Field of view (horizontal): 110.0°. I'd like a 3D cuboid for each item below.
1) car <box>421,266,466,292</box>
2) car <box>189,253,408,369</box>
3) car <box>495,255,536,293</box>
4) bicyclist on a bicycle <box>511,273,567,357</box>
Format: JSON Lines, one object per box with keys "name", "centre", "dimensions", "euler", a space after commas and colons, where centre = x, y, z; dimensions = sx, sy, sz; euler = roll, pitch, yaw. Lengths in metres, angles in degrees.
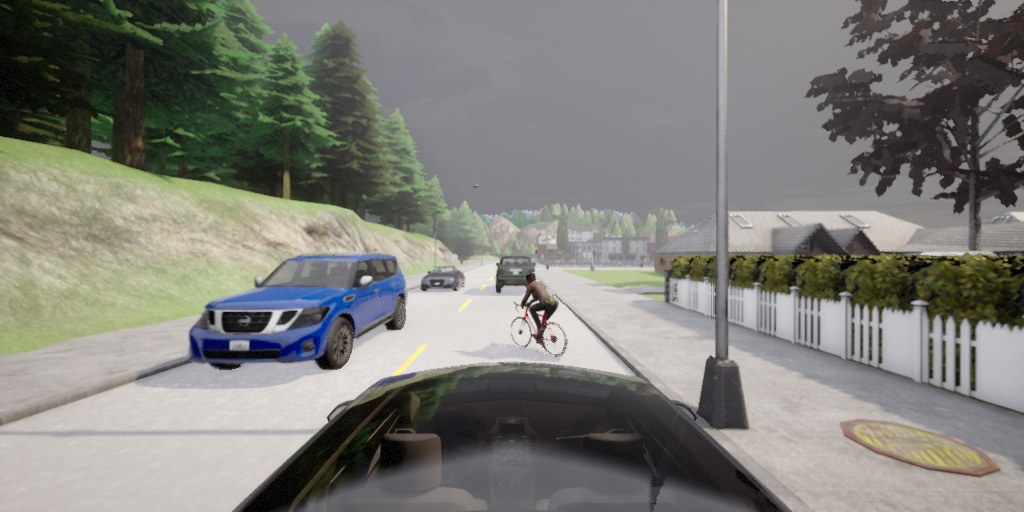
{"name": "car", "centre": [-3.960, 1.295, 21.184], "dimensions": [1.994, 1.385, 4.181], "euler": [0, 0, 1]}
{"name": "car", "centre": [-4.066, 0.962, 8.135], "dimensions": [2.150, 2.045, 5.566], "euler": [0, 1, 0]}
{"name": "car", "centre": [0.212, 0.954, 20.855], "dimensions": [2.150, 2.045, 5.566], "euler": [0, 0, 0]}
{"name": "bicyclist on a bicycle", "centre": [0.505, 1.190, 7.418], "dimensions": [0.582, 1.620, 1.656], "euler": [0, 0, -41]}
